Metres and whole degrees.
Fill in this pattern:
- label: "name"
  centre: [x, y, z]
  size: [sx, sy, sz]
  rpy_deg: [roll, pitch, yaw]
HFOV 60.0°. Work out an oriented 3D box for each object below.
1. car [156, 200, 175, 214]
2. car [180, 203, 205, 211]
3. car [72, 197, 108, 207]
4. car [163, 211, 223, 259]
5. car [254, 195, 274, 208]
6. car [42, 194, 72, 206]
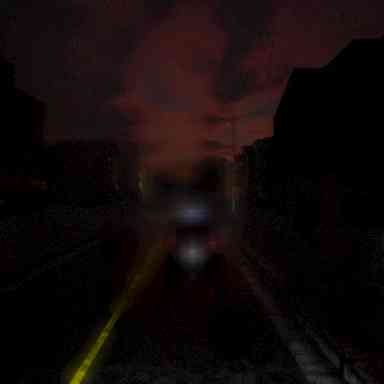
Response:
- label: "car"
  centre: [-2.780, 1.537, 36.066]
  size: [2.033, 1.411, 5.357]
  rpy_deg: [0, 0, 1]
- label: "car"
  centre: [0.022, 1.537, 25.936]
  size: [2.033, 1.411, 5.357]
  rpy_deg: [0, 0, 1]
- label: "car"
  centre: [-14.704, 1.443, 49.062]
  size: [4.507, 1.381, 1.887]
  rpy_deg: [0, 0, 0]
- label: "car"
  centre: [0.038, 1.594, 12.483]
  size: [1.895, 1.301, 4.718]
  rpy_deg: [0, 0, 0]
- label: "car"
  centre: [11.706, 1.404, 49.114]
  size: [5.009, 1.841, 2.192]
  rpy_deg: [0, -1, 0]
- label: "car"
  centre: [-20.136, 1.175, 49.054]
  size: [5.009, 1.841, 2.192]
  rpy_deg: [0, 0, 0]
